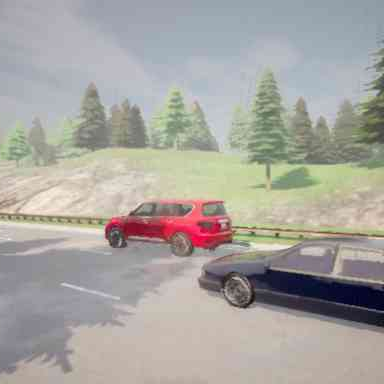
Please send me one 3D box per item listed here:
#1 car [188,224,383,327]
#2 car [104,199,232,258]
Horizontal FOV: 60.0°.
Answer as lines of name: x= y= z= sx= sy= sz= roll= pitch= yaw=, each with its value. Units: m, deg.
car: x=2.733 y=1.555 z=6.222 sx=5.357 sy=1.411 sz=2.033 roll=-1 pitch=0 yaw=36
car: x=-1.055 y=1.290 z=13.312 sx=5.566 sy=2.045 sz=2.150 roll=0 pitch=0 yaw=35
